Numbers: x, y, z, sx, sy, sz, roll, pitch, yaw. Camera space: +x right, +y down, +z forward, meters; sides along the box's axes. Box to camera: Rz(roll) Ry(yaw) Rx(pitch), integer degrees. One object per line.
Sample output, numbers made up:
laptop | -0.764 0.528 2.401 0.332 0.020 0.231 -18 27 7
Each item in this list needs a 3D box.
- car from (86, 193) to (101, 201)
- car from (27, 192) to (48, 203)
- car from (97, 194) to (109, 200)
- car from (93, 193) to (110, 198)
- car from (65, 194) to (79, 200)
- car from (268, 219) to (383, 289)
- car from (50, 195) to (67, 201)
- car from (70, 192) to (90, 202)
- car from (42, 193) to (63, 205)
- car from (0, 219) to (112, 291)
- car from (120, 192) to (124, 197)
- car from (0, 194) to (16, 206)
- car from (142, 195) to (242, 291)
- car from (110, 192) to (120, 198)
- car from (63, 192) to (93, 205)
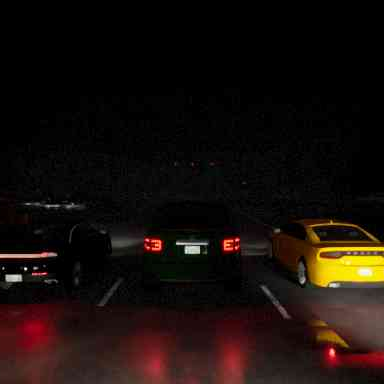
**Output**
car | -22.229 1.020 75.450 2.097 1.767 4.553 0 0 -1
car | -29.016 0.953 63.094 2.150 2.045 5.566 0 0 -1
car | -22.436 1.172 83.850 1.994 1.385 4.181 0 0 -1
car | -18.582 1.259 66.995 2.033 1.411 5.357 0 0 -1
car | -29.359 1.155 81.633 1.812 1.442 4.674 0 0 -1
car | 3.475 1.468 9.186 1.882 1.535 5.008 0 0 0
car | -29.182 1.275 72.723 1.895 1.301 4.718 0 0 -1
car | -22.063 0.939 65.869 2.150 2.045 5.566 0 0 -1
car | -21.932 1.349 53.616 1.994 1.385 4.181 0 0 -1
car | -3.522 1.483 8.987 2.128 1.511 4.902 0 0 0
car | -19.057 1.160 86.060 1.994 1.385 4.181 0 0 -4
car | -28.886 1.151 50.744 2.097 1.767 4.553 0 0 -1
car | -0.013 1.212 9.131 2.150 2.045 5.566 0 0 0
car | -18.754 1.197 76.901 2.033 1.411 5.357 0 0 -1
car | -18.446 1.006 54.105 2.150 2.045 5.566 0 0 -1
